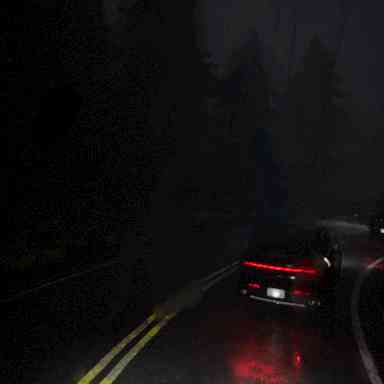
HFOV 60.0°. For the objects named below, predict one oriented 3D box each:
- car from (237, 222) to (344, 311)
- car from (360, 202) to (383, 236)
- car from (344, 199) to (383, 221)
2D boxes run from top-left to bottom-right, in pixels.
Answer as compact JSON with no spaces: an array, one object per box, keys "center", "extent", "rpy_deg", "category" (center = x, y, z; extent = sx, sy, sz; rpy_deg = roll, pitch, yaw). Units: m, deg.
[{"center":[2.523,1.501,8.016],"extent":[1.837,1.490,4.892],"rpy_deg":[2,2,25],"category":"car"},{"center":[10.507,1.392,15.955],"extent":[4.892,1.490,1.837],"rpy_deg":[-2,5,-32],"category":"car"},{"center":[11.267,1.144,20.308],"extent":[4.181,1.385,1.994],"rpy_deg":[-1,5,-30],"category":"car"}]
